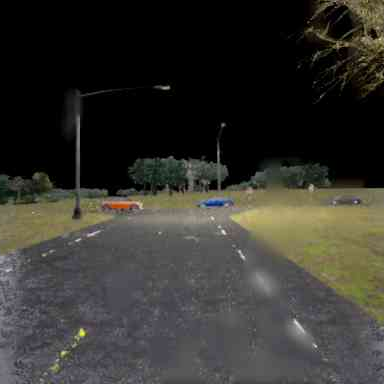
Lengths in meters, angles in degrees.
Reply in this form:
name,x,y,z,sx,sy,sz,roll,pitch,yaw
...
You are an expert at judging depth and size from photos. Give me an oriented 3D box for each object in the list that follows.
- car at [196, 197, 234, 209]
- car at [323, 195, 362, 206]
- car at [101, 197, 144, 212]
name,x,y,z,sx,sy,sz,roll,pitch,yaw
car,3.068,1.418,44.366,5.008,1.535,1.882,-2,-1,-1
car,20.156,1.146,44.676,4.892,1.490,1.837,-3,-2,-1
car,-7.693,1.313,37.262,4.553,1.767,2.097,0,-1,0
